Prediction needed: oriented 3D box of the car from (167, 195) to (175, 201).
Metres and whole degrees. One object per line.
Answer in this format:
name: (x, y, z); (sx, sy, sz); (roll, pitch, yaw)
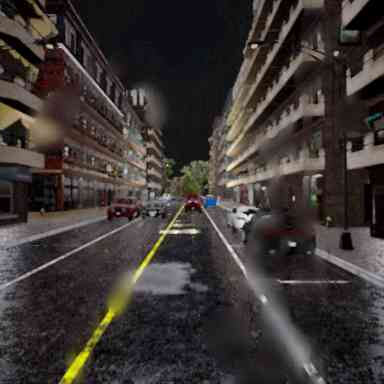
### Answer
car: (-5.559, 1.621, 89.214); (2.008, 1.369, 4.403); (1, 0, 0)

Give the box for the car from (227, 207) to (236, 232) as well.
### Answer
car: (3.175, 1.540, 19.909); (1.812, 1.442, 4.674); (0, 0, 0)

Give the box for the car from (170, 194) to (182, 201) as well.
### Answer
car: (-2.907, 1.185, 69.091); (1.882, 1.535, 5.008); (0, 0, 0)

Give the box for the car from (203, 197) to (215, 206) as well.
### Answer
car: (2.783, 1.568, 55.907); (1.752, 1.417, 4.829); (1, 0, 0)

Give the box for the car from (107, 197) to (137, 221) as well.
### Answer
car: (-5.638, 1.337, 27.932); (2.192, 1.841, 5.009); (1, 0, 0)

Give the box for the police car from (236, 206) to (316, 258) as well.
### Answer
police car: (3.151, 1.434, 13.019); (1.930, 1.638, 5.238); (0, 0, 0)

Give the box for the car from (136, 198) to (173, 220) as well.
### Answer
car: (-3.061, 1.513, 28.255); (2.128, 1.511, 4.902); (0, 0, 0)

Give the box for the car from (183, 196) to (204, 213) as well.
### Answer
car: (0.129, 1.554, 37.670); (1.812, 1.442, 4.674); (0, 0, 0)

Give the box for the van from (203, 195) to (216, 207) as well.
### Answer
van: (2.774, 1.379, 50.165); (1.690, 1.788, 3.998); (1, 0, 0)

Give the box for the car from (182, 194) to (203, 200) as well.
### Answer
car: (0.080, 1.260, 48.533); (2.150, 2.045, 5.566); (0, 0, 1)

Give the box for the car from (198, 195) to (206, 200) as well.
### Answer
car: (2.795, 1.625, 94.734); (2.008, 1.369, 4.403); (1, 0, 0)

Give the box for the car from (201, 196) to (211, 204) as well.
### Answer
car: (2.770, 1.596, 66.879); (1.887, 1.381, 4.507); (1, 0, 0)

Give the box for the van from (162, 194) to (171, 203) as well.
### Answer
van: (-5.580, 1.398, 72.501); (1.690, 1.788, 3.998); (1, 0, 0)

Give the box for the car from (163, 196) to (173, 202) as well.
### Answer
car: (-5.574, 1.612, 78.071); (2.008, 1.369, 4.403); (1, 0, 0)

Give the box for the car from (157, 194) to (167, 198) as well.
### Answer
car: (-5.604, 1.568, 55.617); (1.752, 1.417, 4.829); (1, 0, 0)

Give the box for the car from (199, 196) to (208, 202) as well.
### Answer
car: (2.773, 1.626, 78.021); (1.947, 1.339, 4.313); (1, 0, 0)

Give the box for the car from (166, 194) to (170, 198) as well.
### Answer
car: (-5.597, 1.613, 61.358); (1.947, 1.339, 4.313); (1, 0, 0)

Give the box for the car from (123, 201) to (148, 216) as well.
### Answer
car: (-5.635, 1.608, 33.503); (1.802, 1.307, 4.206); (1, 0, 0)
